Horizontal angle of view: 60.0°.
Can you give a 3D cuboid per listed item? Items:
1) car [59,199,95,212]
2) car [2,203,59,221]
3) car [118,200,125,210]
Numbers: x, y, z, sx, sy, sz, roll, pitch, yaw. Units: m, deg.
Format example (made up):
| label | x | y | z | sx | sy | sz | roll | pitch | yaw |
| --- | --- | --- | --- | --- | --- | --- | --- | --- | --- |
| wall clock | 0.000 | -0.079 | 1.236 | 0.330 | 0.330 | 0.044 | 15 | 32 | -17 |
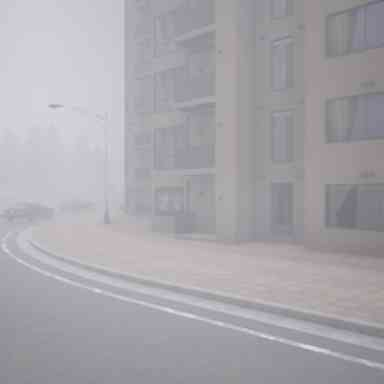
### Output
| label | x | y | z | sx | sy | sz | roll | pitch | yaw |
| --- | --- | --- | --- | --- | --- | --- | --- | --- | --- |
| car | -13.561 | 1.520 | 39.426 | 2.128 | 1.511 | 4.902 | 0 | 0 | 24 |
| car | -13.167 | 1.570 | 27.072 | 2.033 | 1.411 | 5.357 | 0 | 0 | 2 |
| car | -7.545 | 1.551 | 42.979 | 1.812 | 1.442 | 4.674 | 0 | 0 | 33 |
